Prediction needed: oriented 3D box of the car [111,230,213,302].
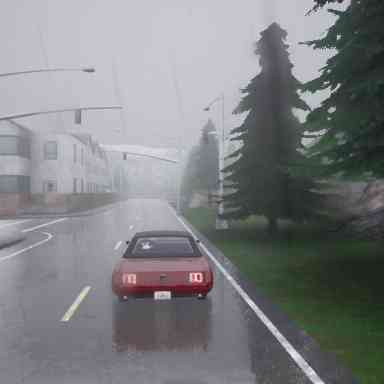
[{"bbox_3d":[-0.719,1.601,8.291,1.895,1.301,4.718,0,0,-5],"label":"car"}]
